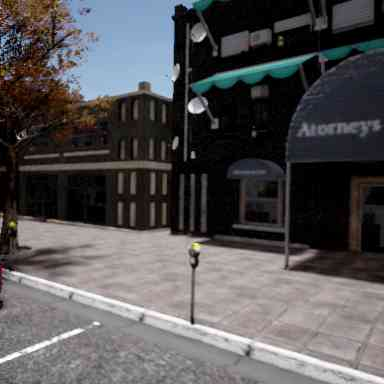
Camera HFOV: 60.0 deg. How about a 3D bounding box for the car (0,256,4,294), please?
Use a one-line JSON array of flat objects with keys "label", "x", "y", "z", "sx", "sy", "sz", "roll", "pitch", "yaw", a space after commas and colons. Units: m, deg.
[{"label": "car", "x": -5.668, "y": 1.476, "z": 6.902, "sx": 4.507, "sy": 1.381, "sz": 1.887, "roll": 1, "pitch": 1, "yaw": 36}]
